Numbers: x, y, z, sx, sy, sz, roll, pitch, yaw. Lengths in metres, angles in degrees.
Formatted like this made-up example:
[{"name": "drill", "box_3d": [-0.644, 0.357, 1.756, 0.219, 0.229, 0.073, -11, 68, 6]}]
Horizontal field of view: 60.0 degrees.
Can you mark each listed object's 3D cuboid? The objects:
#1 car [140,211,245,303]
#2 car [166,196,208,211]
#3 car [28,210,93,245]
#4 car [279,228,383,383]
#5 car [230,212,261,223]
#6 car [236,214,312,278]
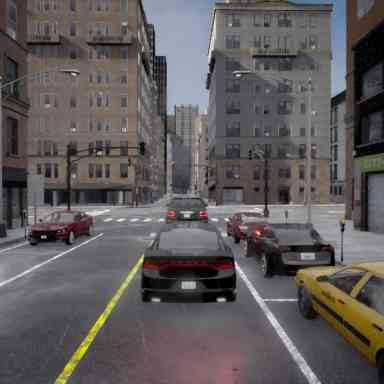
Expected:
[{"name": "car", "box_3d": [-0.078, 1.475, 8.281, 1.882, 1.535, 5.008, 0, 0, 0]}, {"name": "car", "box_3d": [-0.282, 1.215, 18.412, 2.150, 2.045, 5.566, 0, 0, -1]}, {"name": "car", "box_3d": [-5.911, 1.539, 15.422, 1.887, 1.381, 4.507, -1, 0, -1]}, {"name": "car", "box_3d": [2.804, 1.524, 4.558, 1.752, 1.417, 4.829, -1, 0, -1]}, {"name": "car", "box_3d": [2.633, 1.576, 15.558, 1.802, 1.307, 4.206, -1, 0, -1]}, {"name": "car", "box_3d": [2.720, 1.562, 9.973, 1.947, 1.339, 4.313, -1, 0, -1]}]
